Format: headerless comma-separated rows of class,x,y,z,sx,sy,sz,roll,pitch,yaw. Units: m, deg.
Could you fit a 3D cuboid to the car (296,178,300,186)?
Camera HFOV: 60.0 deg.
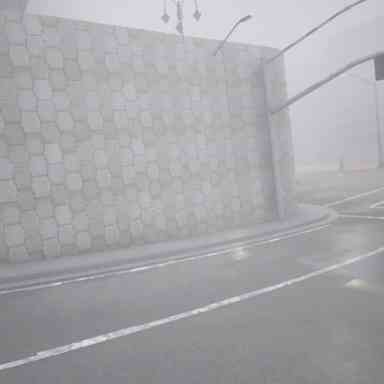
car,8.412,-1.106,33.173,1.837,1.490,4.892,-11,6,-35

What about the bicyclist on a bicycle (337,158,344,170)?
bicyclist on a bicycle,20.064,-3.814,44.851,1.656,1.620,0.582,-11,6,-35
